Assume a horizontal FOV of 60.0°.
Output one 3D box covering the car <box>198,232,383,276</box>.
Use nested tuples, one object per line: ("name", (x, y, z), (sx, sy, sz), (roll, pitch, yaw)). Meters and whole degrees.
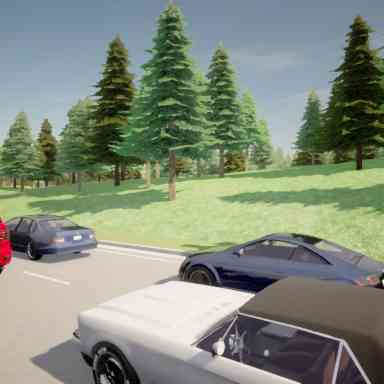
("car", (1.756, 1.564, 7.036), (4.181, 1.385, 1.994), (0, 0, 35))

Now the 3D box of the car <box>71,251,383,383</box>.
("car", (0.907, 1.601, 3.344), (4.718, 1.301, 1.895), (0, 0, 35))

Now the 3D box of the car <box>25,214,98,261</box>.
("car", (-5.802, 1.547, 12.353), (5.357, 1.411, 2.033), (0, 0, 35))

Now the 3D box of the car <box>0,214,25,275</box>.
("car", (-7.064, 1.221, 8.949), (5.566, 2.045, 2.150), (0, 0, 36))
